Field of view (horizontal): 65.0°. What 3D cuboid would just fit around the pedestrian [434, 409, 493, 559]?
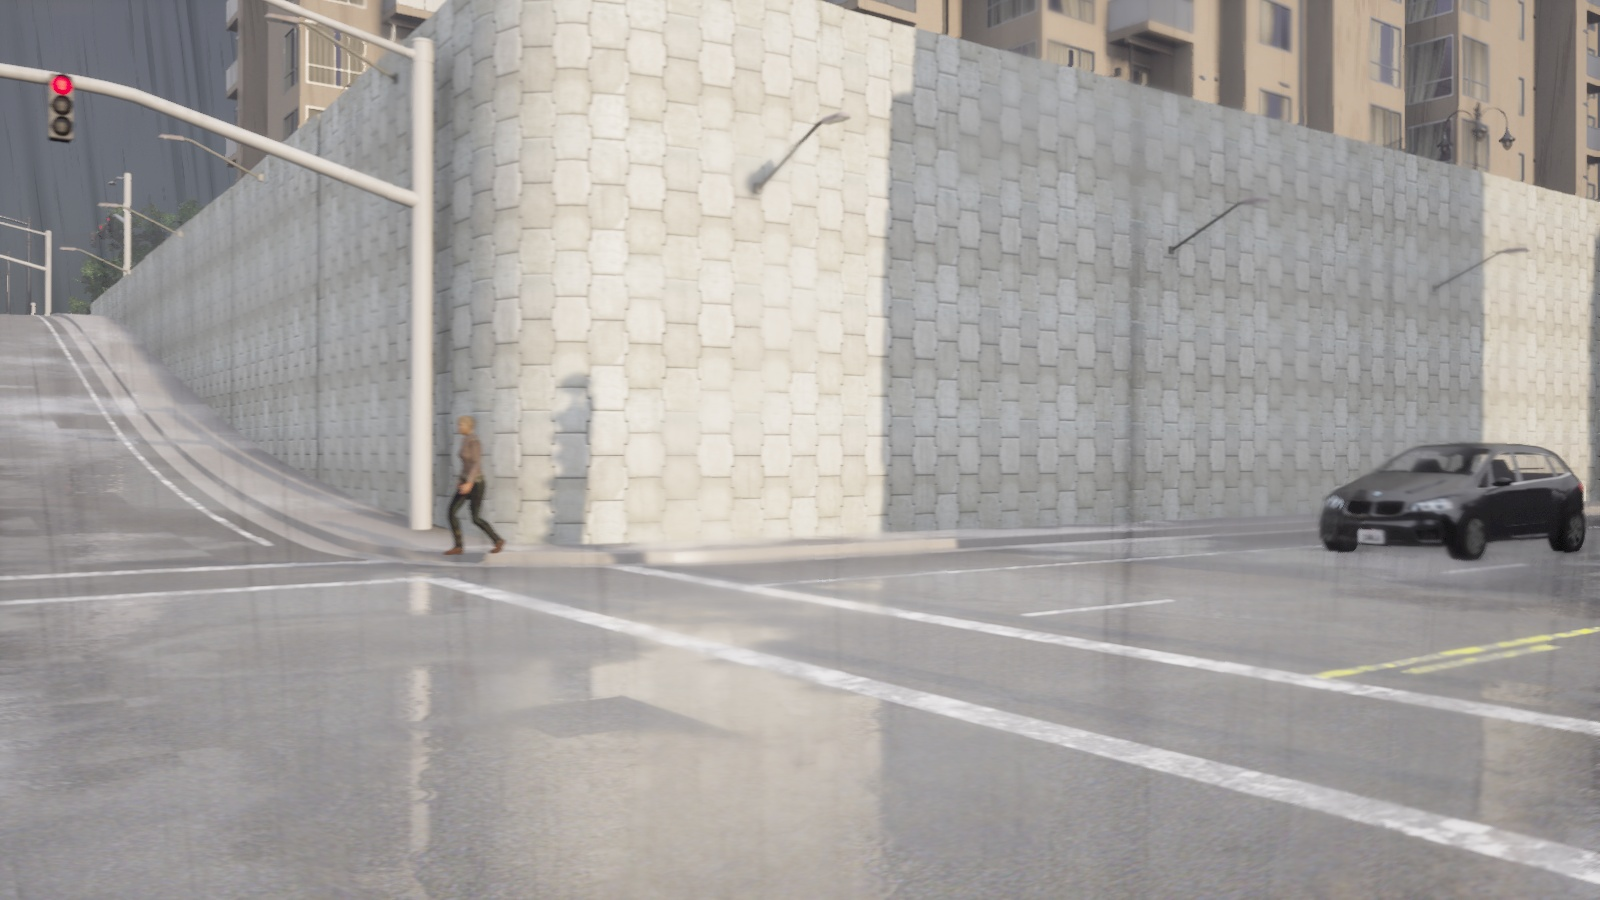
[{"bbox_3d":[-4.228,0.414,15.778,0.634,1.846,0.331,0,0,-34],"label":"pedestrian"}]

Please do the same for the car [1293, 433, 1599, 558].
[{"bbox_3d":[9.859,0.615,19.050,4.611,1.667,2.242,0,0,-35],"label":"car"}]
